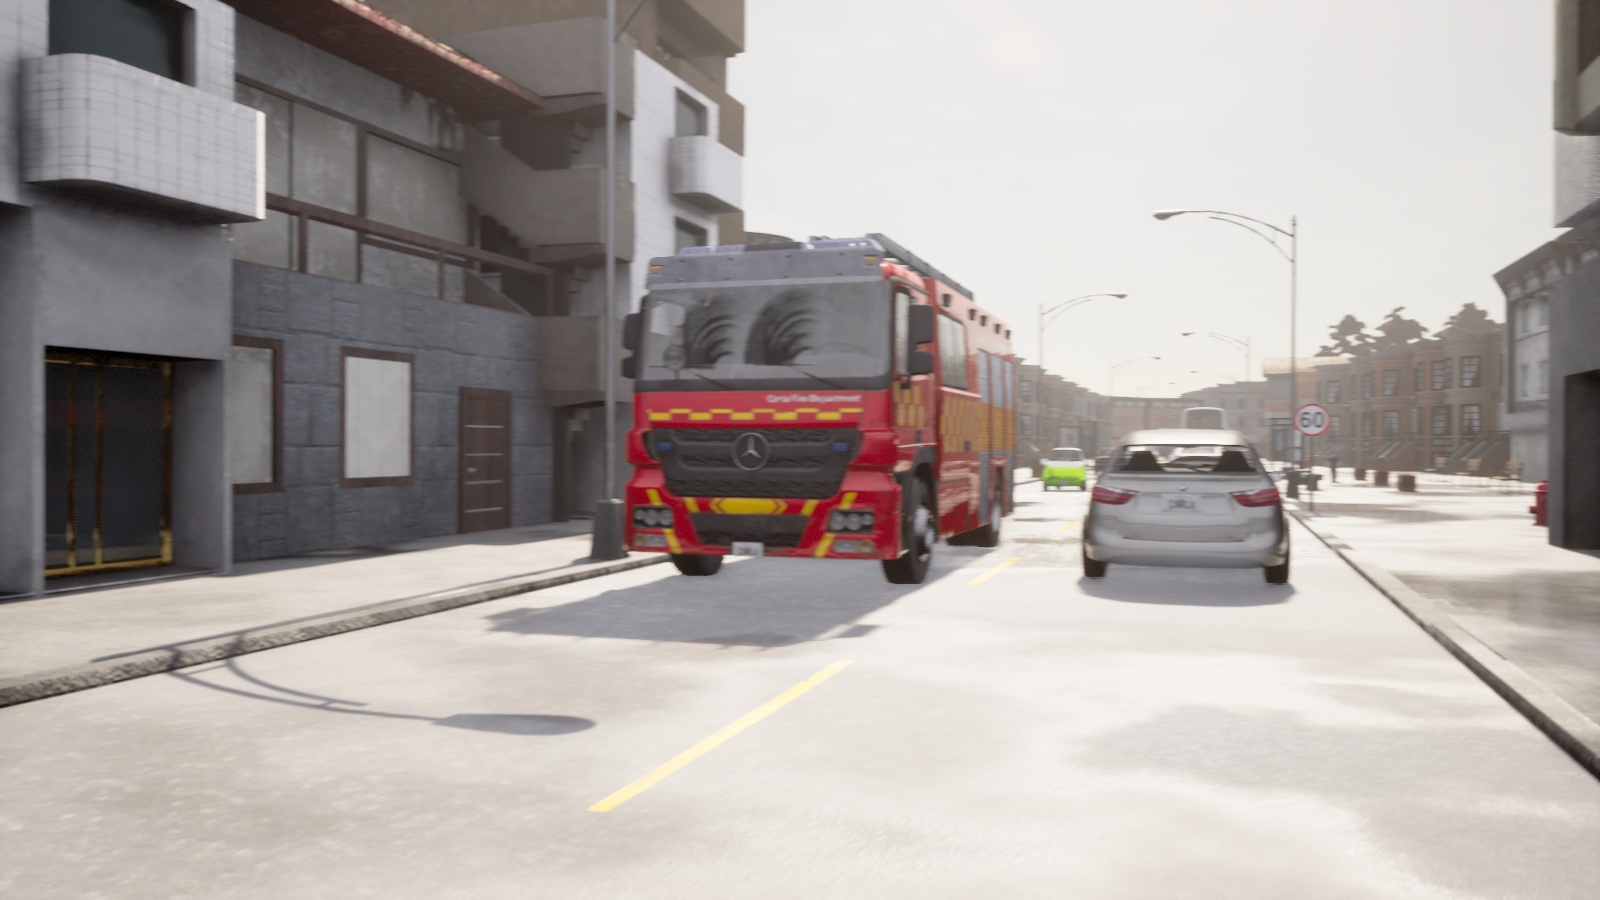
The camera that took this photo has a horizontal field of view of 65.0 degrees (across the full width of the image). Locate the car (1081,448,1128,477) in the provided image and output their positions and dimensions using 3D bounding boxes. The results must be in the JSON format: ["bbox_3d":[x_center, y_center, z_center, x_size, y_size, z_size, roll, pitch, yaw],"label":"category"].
[{"bbox_3d":[14.807,0.584,60.995,1.895,1.301,4.718,0,0,18],"label":"car"}]

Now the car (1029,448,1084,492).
[{"bbox_3d":[8.191,0.621,40.067,1.481,1.376,2.207,0,0,17],"label":"car"}]

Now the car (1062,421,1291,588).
[{"bbox_3d":[4.535,0.529,15.121,2.242,1.667,4.611,0,0,18],"label":"car"}]

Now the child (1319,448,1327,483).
[{"bbox_3d":[19.445,0.574,46.688,0.270,1.263,0.437,0,0,20],"label":"child"}]

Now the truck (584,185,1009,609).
[{"bbox_3d":[0.562,-0.503,15.801,2.891,3.827,8.468,0,0,17],"label":"truck"}]
